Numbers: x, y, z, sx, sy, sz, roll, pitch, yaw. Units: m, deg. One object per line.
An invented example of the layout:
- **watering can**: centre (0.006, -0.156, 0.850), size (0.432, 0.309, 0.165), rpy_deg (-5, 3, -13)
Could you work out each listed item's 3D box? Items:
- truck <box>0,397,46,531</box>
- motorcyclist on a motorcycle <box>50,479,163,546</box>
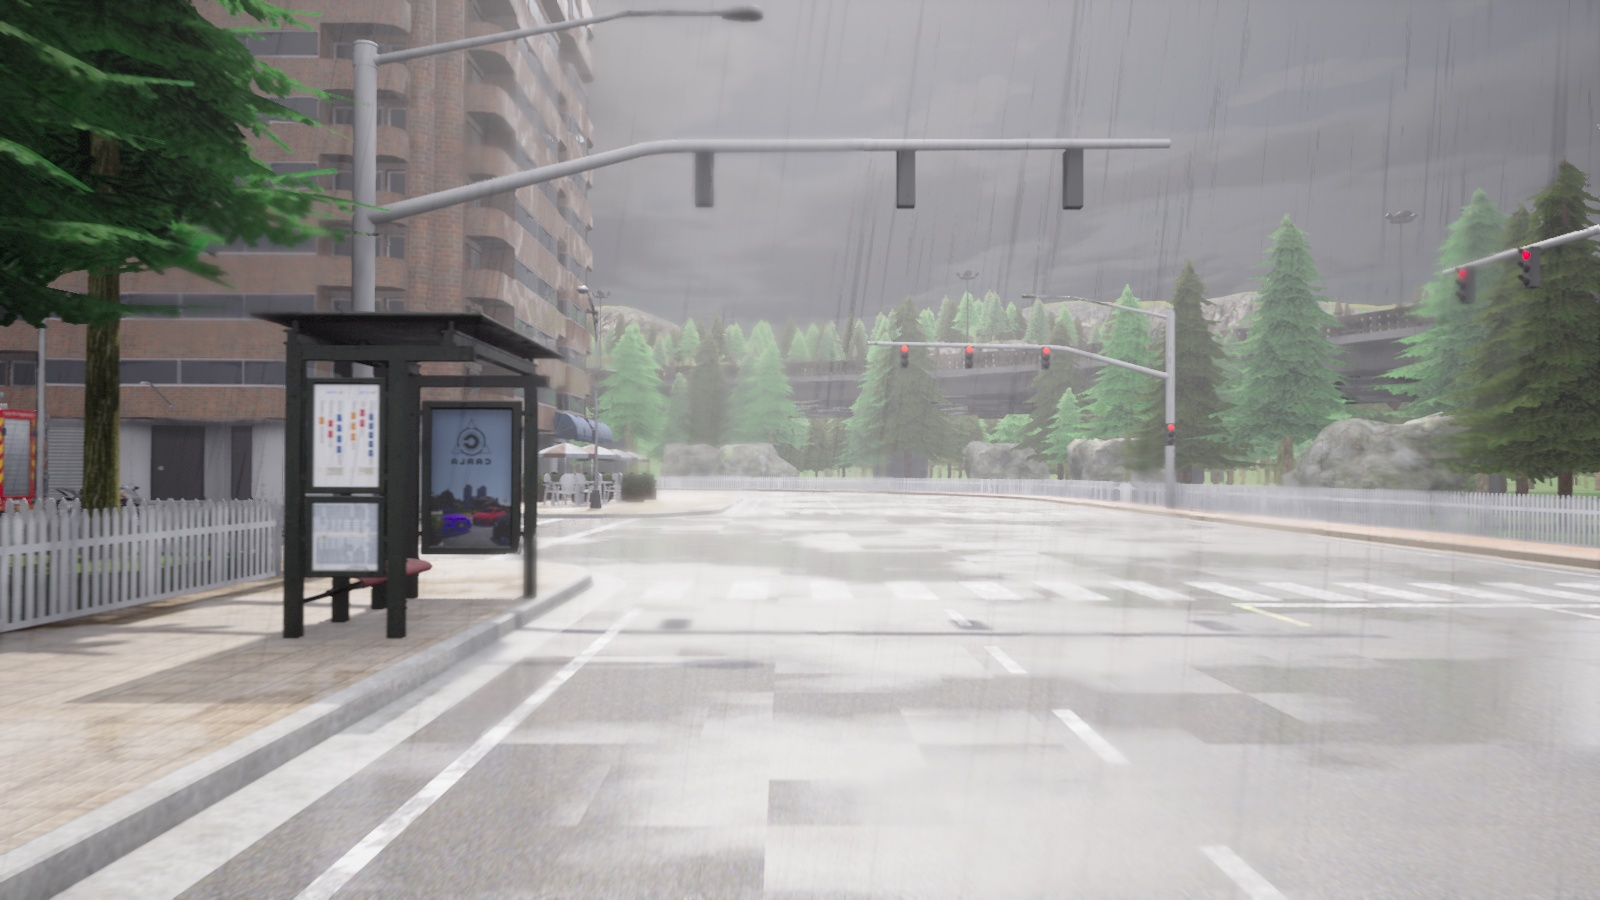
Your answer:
- **truck**: centre (-27.190, 0.430, 36.752), size (8.468, 3.827, 2.891), rpy_deg (0, -1, 0)
- **motorcyclist on a motorcycle**: centre (-16.433, 1.470, 29.785), size (2.191, 1.530, 0.866), rpy_deg (0, -1, 0)
